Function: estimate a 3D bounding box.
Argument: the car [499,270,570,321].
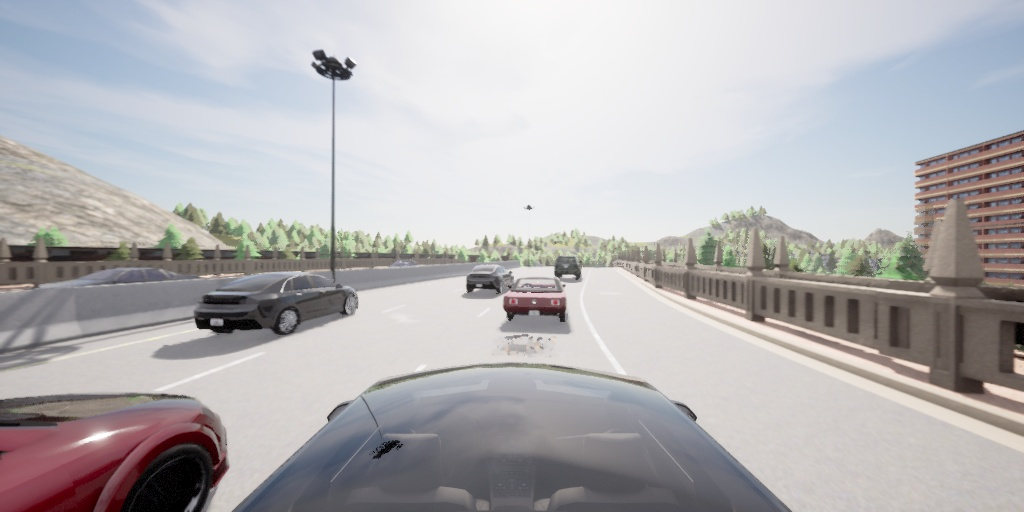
[{"bbox_3d":[0.940,1.354,12.523,1.895,1.301,4.718,0,0,8],"label":"car"}]

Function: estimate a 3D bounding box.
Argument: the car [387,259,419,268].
[{"bbox_3d":[-9.573,1.245,31.655,2.033,1.411,5.357,0,0,13],"label":"car"}]

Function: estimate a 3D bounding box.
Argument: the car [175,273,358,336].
[{"bbox_3d":[-6.305,1.222,10.330,1.837,1.490,4.892,0,0,5],"label":"car"}]

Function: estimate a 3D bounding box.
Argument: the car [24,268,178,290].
[{"bbox_3d":[-16.467,1.215,15.320,2.033,1.411,5.357,0,0,9],"label":"car"}]

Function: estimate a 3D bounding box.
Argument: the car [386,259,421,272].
[{"bbox_3d":[-13.582,1.180,45.301,2.128,1.511,4.902,0,0,13],"label":"car"}]

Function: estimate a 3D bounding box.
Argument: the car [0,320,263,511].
[{"bbox_3d":[-3.287,1.298,1.182,1.994,1.385,4.181,0,0,0],"label":"car"}]

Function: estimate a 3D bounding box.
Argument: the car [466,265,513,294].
[{"bbox_3d":[-1.171,1.245,20.364,1.837,1.490,4.892,0,0,12],"label":"car"}]

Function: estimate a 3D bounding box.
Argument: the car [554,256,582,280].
[{"bbox_3d":[5.053,0.989,32.242,2.150,2.045,5.566,0,0,13],"label":"car"}]
